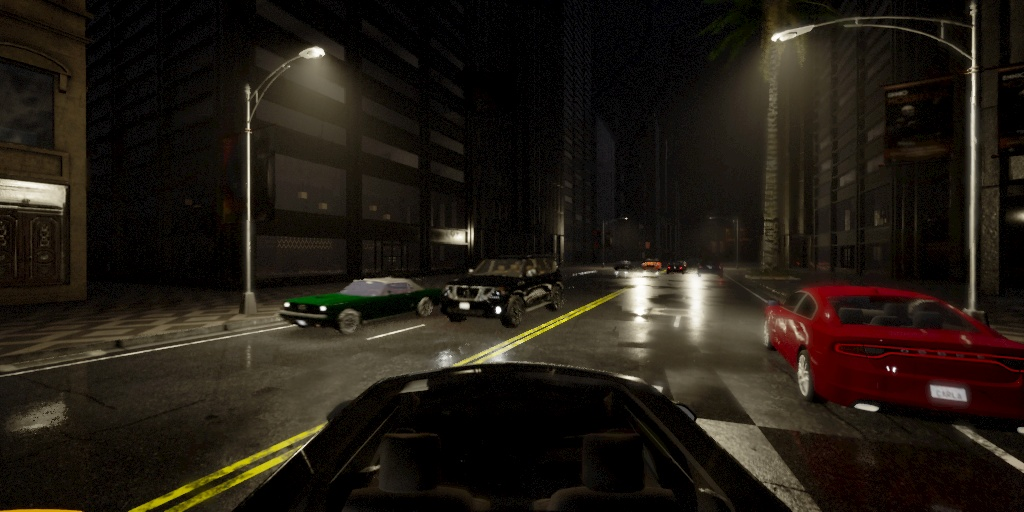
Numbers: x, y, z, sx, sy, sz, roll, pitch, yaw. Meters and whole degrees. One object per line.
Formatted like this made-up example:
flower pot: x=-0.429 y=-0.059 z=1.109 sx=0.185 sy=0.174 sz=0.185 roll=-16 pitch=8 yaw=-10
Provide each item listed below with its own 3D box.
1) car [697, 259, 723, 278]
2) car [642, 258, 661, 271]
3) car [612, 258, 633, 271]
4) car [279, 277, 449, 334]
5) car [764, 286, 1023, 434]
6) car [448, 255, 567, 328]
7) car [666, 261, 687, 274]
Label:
car: x=19.424 y=1.118 z=35.217 sx=2.097 sy=1.767 sz=4.553 roll=0 pitch=0 yaw=27
car: x=19.407 y=1.129 z=49.810 sx=2.097 sy=1.767 sz=4.553 roll=0 pitch=0 yaw=27
car: x=15.277 y=1.322 z=48.888 sx=2.033 sy=1.411 sz=5.357 roll=0 pitch=0 yaw=27
car: x=-4.226 y=1.351 z=10.891 sx=1.895 sy=1.301 sz=4.718 roll=0 pitch=0 yaw=27
car: x=5.508 y=1.228 z=5.796 sx=1.882 sy=1.535 sz=5.008 roll=0 pitch=0 yaw=27
car: x=-0.009 y=0.972 z=11.991 sx=2.150 sy=2.045 sz=5.566 roll=0 pitch=0 yaw=27
car: x=18.607 y=1.317 z=40.708 sx=2.033 sy=1.411 sz=5.357 roll=0 pitch=0 yaw=27
